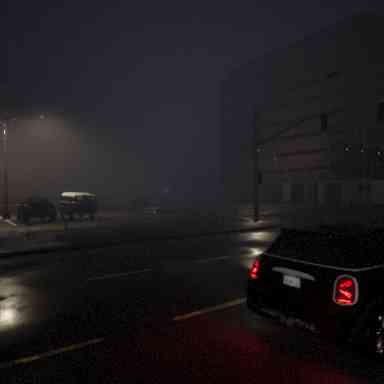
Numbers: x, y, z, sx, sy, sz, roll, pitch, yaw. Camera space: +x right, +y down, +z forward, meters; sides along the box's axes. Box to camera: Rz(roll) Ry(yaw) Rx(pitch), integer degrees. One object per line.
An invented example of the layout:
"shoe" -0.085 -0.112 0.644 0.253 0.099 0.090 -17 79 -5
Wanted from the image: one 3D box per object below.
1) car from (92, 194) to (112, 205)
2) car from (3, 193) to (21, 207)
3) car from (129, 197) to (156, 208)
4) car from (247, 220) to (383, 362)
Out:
"car" -15.907 1.003 59.834 1.812 1.442 4.674 -1 0 -35
"car" -31.059 1.139 56.922 1.932 1.855 4.605 -1 0 -35
"car" -7.070 1.414 47.194 2.033 1.411 5.357 -1 0 -35
"car" 3.191 1.300 6.070 4.553 1.767 2.097 -1 0 -35
